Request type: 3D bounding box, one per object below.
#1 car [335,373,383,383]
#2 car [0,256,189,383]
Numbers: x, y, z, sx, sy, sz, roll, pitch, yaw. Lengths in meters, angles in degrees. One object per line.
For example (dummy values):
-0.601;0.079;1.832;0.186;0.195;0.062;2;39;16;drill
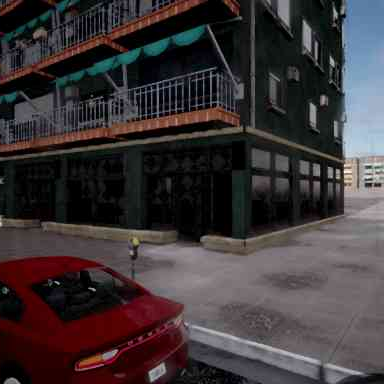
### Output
2.450;1.566;1.126;4.313;1.339;1.947;0;0;36;car
-2.134;1.545;4.407;4.507;1.381;1.887;0;0;36;car
